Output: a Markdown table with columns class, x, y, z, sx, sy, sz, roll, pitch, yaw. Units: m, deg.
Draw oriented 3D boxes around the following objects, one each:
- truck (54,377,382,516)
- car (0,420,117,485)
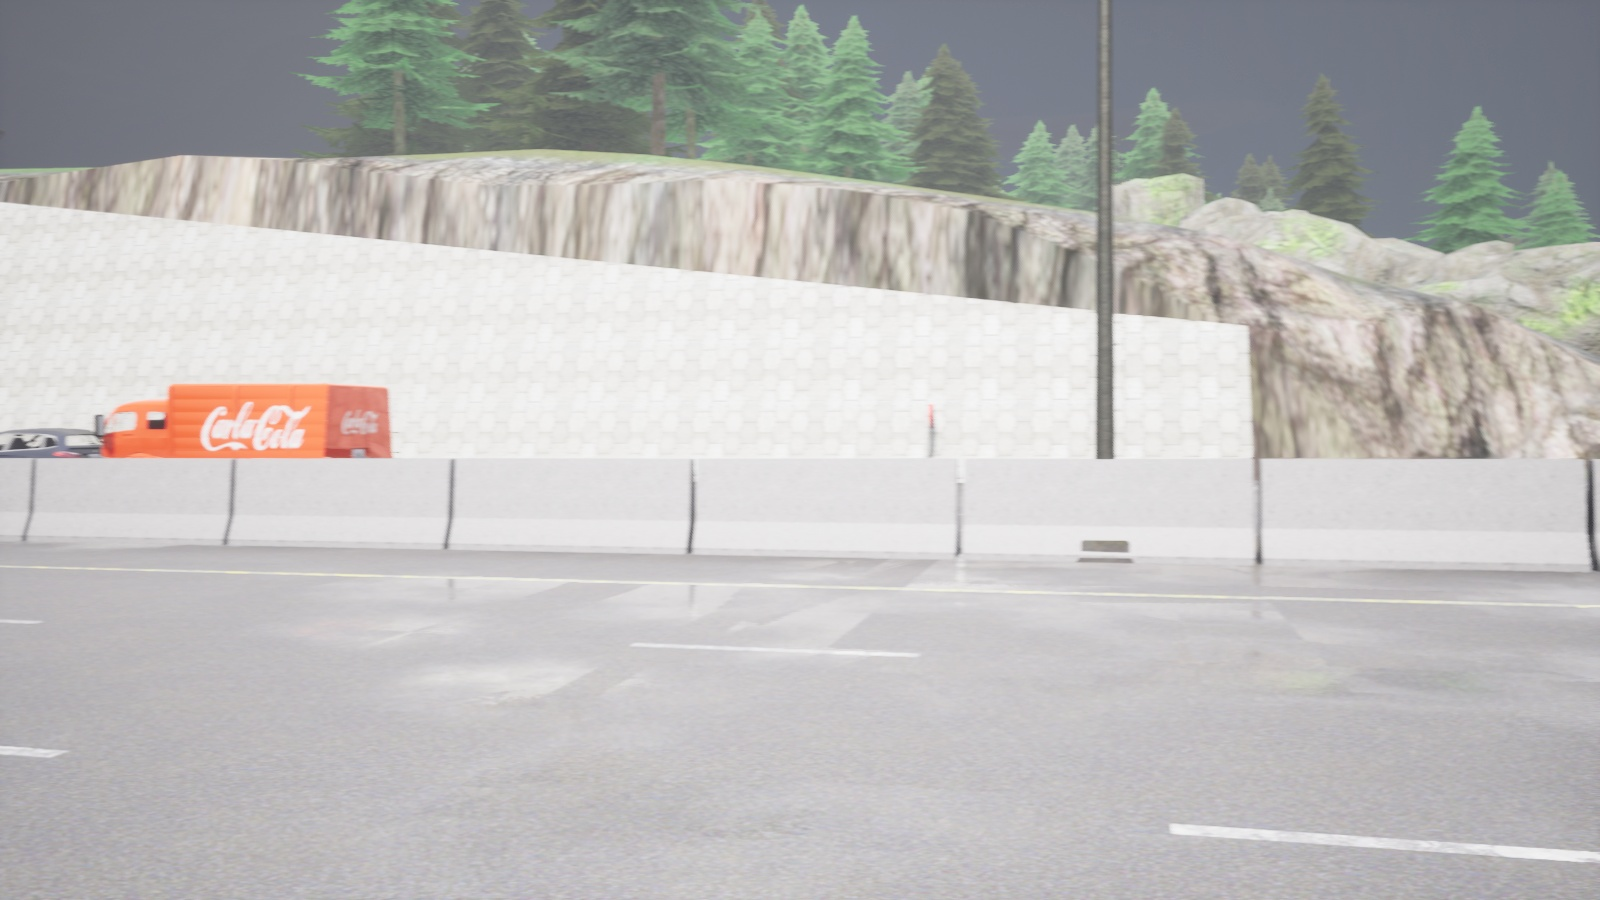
| class | x | y | z | sx | sy | sz | roll | pitch | yaw |
| --- | --- | --- | --- | --- | --- | --- | --- | --- | --- |
| truck | -11.068 | -0.106 | 24.079 | 5.204 | 2.467 | 2.627 | 1 | 1 | 13 |
| car | -21.147 | 0.030 | 33.697 | 4.611 | 1.667 | 2.242 | 0 | 1 | 13 |
